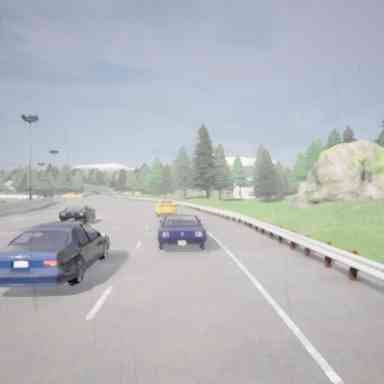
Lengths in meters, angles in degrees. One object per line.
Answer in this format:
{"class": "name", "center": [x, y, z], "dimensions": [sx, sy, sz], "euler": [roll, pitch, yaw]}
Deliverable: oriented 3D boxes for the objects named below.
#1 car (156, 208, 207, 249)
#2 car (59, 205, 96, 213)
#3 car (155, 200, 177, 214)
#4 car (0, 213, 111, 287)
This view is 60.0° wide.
{"class": "car", "center": [-0.506, 1.594, 14.473], "dimensions": [1.895, 1.301, 4.718], "euler": [0, 0, -4]}
{"class": "car", "center": [-8.640, 1.614, 25.515], "dimensions": [1.895, 1.301, 4.718], "euler": [0, 0, -7]}
{"class": "car", "center": [-2.555, 1.467, 32.251], "dimensions": [1.882, 1.535, 5.008], "euler": [0, 0, -9]}
{"class": "car", "center": [-3.694, 1.554, 9.446], "dimensions": [2.033, 1.411, 5.357], "euler": [0, 0, -3]}
